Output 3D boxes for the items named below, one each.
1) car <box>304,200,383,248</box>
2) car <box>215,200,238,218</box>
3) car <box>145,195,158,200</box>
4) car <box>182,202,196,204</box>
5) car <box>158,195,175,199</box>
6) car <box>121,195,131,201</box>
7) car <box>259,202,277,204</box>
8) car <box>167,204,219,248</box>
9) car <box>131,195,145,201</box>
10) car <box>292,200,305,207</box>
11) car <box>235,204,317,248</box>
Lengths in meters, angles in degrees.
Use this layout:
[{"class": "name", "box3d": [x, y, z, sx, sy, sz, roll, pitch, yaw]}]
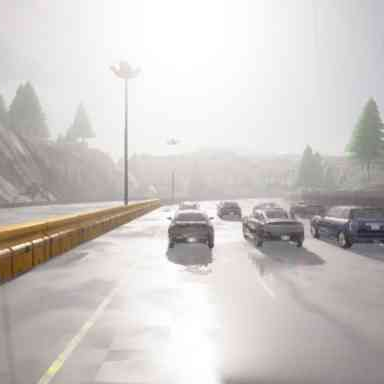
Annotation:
[{"class": "car", "box3d": [6.946, 1.363, 14.775, 2.097, 1.767, 4.553, 0, 0, -1]}, {"class": "car", "box3d": [3.256, 1.514, 29.759, 1.837, 1.490, 4.892, 0, 0, -1]}, {"class": "car", "box3d": [-8.684, 1.553, 77.619, 1.895, 1.301, 4.718, 0, 0, 14]}, {"class": "car", "box3d": [-0.243, 1.570, 29.715, 1.994, 1.385, 4.181, 0, 0, -1]}, {"class": "car", "box3d": [-5.325, 1.503, 76.638, 2.033, 1.411, 5.357, 0, 0, 14]}, {"class": "car", "box3d": [-15.380, 1.471, 79.667, 1.812, 1.442, 4.674, 0, 0, 14]}, {"class": "car", "box3d": [6.756, 1.561, 29.804, 2.033, 1.411, 5.357, 0, 0, -1]}, {"class": "car", "box3d": [-0.054, 1.514, 14.716, 1.837, 1.490, 4.892, 0, 0, -1]}, {"class": "car", "box3d": [-12.028, 1.452, 78.658, 1.837, 1.490, 4.892, 0, 0, 14]}, {"class": "car", "box3d": [10.256, 1.493, 29.848, 2.128, 1.511, 4.902, 0, 0, -1]}, {"class": "car", "box3d": [3.446, 1.492, 14.760, 2.128, 1.511, 4.902, 0, 0, -1]}]
